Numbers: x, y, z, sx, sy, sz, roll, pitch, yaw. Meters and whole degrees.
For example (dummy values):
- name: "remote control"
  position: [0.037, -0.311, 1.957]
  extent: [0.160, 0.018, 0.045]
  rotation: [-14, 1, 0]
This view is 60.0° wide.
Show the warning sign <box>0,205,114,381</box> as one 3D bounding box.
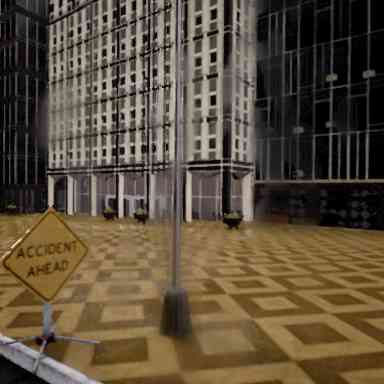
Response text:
- name: "warning sign"
  position: [-1.930, 1.136, 4.466]
  extent: [1.060, 1.860, 1.300]
  rotation: [1, 0, 35]
